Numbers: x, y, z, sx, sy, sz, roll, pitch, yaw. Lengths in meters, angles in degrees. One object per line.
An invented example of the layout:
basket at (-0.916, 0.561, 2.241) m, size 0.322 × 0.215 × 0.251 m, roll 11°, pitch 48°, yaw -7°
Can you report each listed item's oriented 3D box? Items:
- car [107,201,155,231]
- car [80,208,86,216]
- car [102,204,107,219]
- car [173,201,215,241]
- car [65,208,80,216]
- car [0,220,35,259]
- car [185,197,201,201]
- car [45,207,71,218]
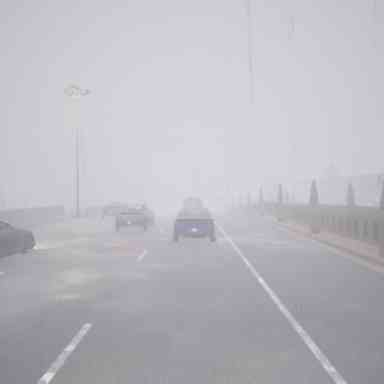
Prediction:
car at (-3.397, 1.472, 20.341) m, size 2.128 × 1.511 × 4.902 m, roll 0°, pitch 0°, yaw 0°
car at (-14.059, 2.879, 47.855) m, size 1.994 × 1.385 × 4.181 m, roll 0°, pitch -6°, yaw 0°
car at (-6.896, 1.628, 30.780) m, size 1.882 × 1.535 × 5.008 m, roll 0°, pitch -2°, yaw 0°
car at (0.102, 1.461, 16.620) m, size 1.882 × 1.535 × 5.008 m, roll 0°, pitch 0°, yaw 0°
car at (-17.549, 3.244, 51.996) m, size 1.837 × 1.490 × 4.892 m, roll 0°, pitch -6°, yaw 0°
car at (-6.899, 1.554, 10.850) m, size 1.994 × 1.385 × 4.181 m, roll 0°, pitch 0°, yaw 0°
car at (0.105, 1.623, 36.256) m, size 2.150 × 2.045 × 5.566 m, roll 0°, pitch -3°, yaw 0°
car at (-21.046, 3.289, 52.540) m, size 2.128 × 1.511 × 4.902 m, roll 0°, pitch -6°, yaw 1°
